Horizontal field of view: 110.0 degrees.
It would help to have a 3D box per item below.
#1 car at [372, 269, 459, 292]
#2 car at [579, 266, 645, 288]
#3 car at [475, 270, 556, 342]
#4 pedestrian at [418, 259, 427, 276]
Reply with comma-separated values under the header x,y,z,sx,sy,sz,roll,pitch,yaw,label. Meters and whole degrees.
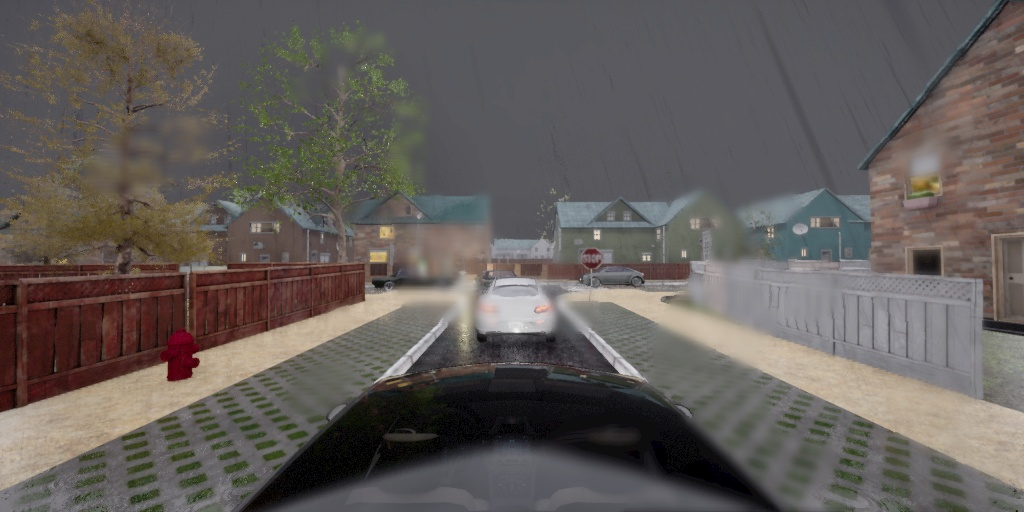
x,y,z,sx,sy,sz,roll,pitch,yaw,label
-5.490,1.416,20.909,4.718,1.301,1.895,-1,-1,1,car
6.529,1.344,23.704,4.181,1.385,1.994,0,-1,1,car
0.100,1.279,9.707,1.812,1.442,4.674,0,0,0,car
-6.711,1.118,26.793,0.375,1.860,0.375,0,-1,1,pedestrian
